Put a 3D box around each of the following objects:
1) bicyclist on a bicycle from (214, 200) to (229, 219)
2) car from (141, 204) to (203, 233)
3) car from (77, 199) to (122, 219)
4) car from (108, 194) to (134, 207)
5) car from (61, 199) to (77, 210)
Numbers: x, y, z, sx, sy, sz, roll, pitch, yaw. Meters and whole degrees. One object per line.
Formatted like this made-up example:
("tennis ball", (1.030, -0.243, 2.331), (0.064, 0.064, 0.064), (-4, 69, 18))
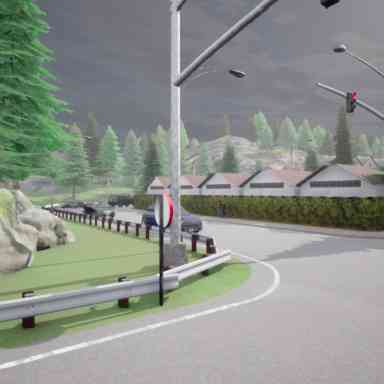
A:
("bicyclist on a bicycle", (2.507, 1.492, 28.077), (1.656, 1.620, 0.582), (0, 0, -35))
("car", (-1.317, 1.543, 20.497), (2.097, 1.767, 4.553), (0, 0, -35))
("car", (-8.760, 1.682, 31.157), (2.128, 1.511, 4.902), (0, 0, -35))
("car", (-10.971, 1.396, 53.185), (2.150, 2.045, 5.566), (0, 0, 33))
("car", (-16.739, 1.742, 46.979), (1.994, 1.385, 4.181), (0, 0, 4))
